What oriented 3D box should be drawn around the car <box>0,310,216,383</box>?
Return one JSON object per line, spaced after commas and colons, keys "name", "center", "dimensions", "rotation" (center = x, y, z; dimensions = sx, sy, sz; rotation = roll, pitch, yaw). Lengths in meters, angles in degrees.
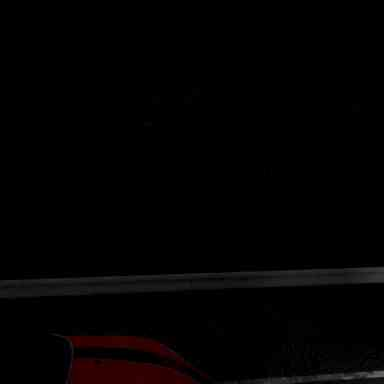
{"name": "car", "center": [-1.852, 1.352, 1.664], "dimensions": [4.553, 1.767, 2.097], "rotation": [0, 0, -6]}
